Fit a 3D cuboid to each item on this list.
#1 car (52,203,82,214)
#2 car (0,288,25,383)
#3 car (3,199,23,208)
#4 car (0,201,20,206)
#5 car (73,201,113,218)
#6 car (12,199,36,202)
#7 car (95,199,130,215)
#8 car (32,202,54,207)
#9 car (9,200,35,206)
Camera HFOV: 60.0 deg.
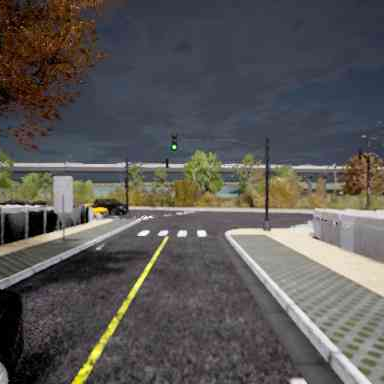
[{"bbox_3d":[-18.540,2.367,49.243,4.674,1.442,1.812,-1,1,36],"label":"car"},{"bbox_3d":[-2.849,1.502,1.766,1.882,1.535,5.008,0,-1,0],"label":"car"},{"bbox_3d":[-38.936,2.397,72.205,4.553,1.767,2.097,-1,1,36],"label":"car"},{"bbox_3d":[-30.264,2.624,53.804,4.674,1.442,1.812,-1,1,37],"label":"car"},{"bbox_3d":[-12.389,2.246,40.751,5.008,1.535,1.882,-1,1,36],"label":"car"},{"bbox_3d":[-32.661,2.421,63.632,4.553,1.767,2.097,-1,1,36],"label":"car"},{"bbox_3d":[-10.652,1.919,43.499,5.566,2.045,2.150,-1,1,36],"label":"car"},{"bbox_3d":[-19.655,2.466,46.040,4.181,1.385,1.994,-1,1,36],"label":"car"},{"bbox_3d":[-29.772,2.554,57.488,4.892,1.490,1.837,-1,1,37],"label":"car"}]
